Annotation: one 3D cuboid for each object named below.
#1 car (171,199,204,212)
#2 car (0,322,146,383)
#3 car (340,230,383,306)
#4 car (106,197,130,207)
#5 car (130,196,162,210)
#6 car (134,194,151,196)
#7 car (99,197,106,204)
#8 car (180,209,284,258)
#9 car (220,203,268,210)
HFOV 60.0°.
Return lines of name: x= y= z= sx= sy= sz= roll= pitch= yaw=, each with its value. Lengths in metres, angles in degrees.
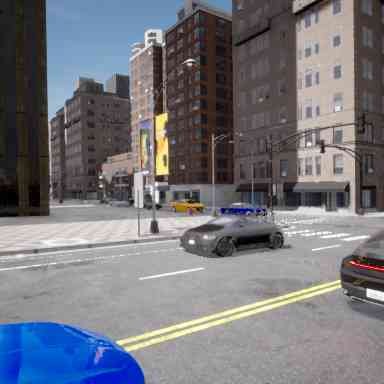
car: x=-0.556 y=1.603 z=38.357 sx=1.882 sy=1.535 sz=5.008 roll=-1 pitch=0 yaw=-35
car: x=-2.596 y=1.478 z=1.589 sx=5.008 sy=1.535 sz=1.882 roll=0 pitch=0 yaw=-35
car: x=5.095 y=1.504 z=7.078 sx=4.892 sy=1.490 sz=1.837 roll=0 pitch=0 yaw=-36
car: x=-11.980 y=1.797 z=54.650 sx=1.895 sy=1.301 sz=4.718 roll=-1 pitch=0 yaw=-35
car: x=-6.241 y=1.707 z=46.440 sx=2.033 sy=1.411 sz=5.357 roll=-1 pitch=0 yaw=-35
car: x=-8.620 y=1.354 z=55.355 sx=2.150 sy=2.045 sz=5.566 roll=-1 pitch=0 yaw=-35
car: x=-17.216 y=1.742 z=67.568 sx=2.033 sy=1.411 sz=5.357 roll=-1 pitch=0 yaw=-35
car: x=1.616 y=1.563 z=12.823 sx=4.181 sy=1.385 sz=1.994 roll=0 pitch=0 yaw=-36
car: x=4.798 y=1.695 z=30.753 sx=1.895 sy=1.301 sz=4.718 roll=-1 pitch=0 yaw=-35
